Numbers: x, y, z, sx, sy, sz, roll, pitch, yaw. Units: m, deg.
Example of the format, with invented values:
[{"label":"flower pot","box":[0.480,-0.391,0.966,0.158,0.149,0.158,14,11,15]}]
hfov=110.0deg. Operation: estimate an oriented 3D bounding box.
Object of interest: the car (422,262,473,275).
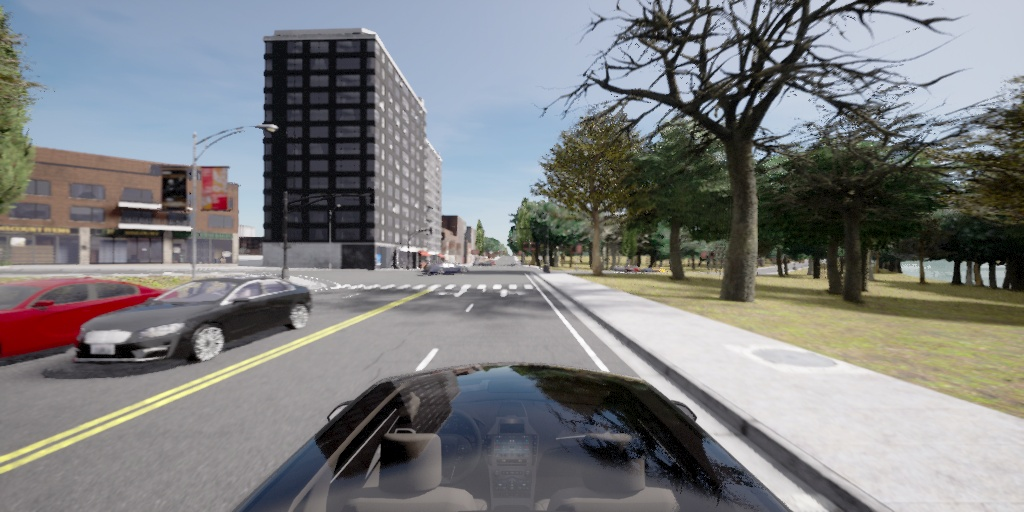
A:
[{"label":"car","box":[-7.438,1.450,40.541,5.357,1.411,2.033,0,0,-44]}]

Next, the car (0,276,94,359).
[{"label":"car","box":[-9.838,1.228,7.495,1.882,1.535,5.008,0,0,0]}]

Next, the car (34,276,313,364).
[{"label":"car","box":[-6.586,1.242,8.220,2.128,1.511,4.902,0,0,0]}]
